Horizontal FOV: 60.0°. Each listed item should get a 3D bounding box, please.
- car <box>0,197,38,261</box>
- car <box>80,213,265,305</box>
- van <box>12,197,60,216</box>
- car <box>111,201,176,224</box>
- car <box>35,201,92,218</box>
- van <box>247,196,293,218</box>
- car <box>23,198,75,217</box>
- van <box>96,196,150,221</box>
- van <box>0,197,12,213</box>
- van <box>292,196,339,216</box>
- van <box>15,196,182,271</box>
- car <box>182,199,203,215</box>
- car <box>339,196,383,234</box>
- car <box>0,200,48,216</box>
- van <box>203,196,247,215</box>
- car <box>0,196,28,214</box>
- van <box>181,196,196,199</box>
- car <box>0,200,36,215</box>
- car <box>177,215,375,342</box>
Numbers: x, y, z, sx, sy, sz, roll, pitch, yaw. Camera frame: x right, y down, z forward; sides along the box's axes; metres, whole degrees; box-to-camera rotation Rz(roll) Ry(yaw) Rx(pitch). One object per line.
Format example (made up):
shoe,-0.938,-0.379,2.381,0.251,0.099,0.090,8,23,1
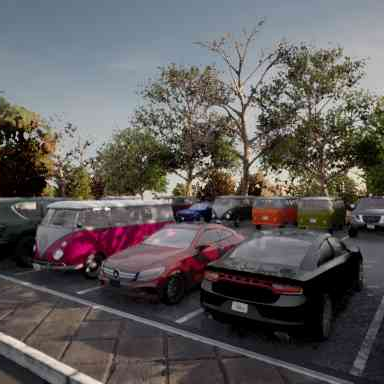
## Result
car,-4.637,1.199,11.591,2.435,2.045,5.566,0,0,36
car,-0.139,1.509,8.337,2.002,1.452,4.674,0,0,36
van,-17.100,1.527,36.717,1.878,1.987,4.442,-1,-1,36
car,-3.760,1.536,26.791,1.946,1.575,5.366,-1,-1,36
car,-12.766,1.683,33.463,2.097,1.535,5.008,-1,-1,36
van,5.405,1.233,20.595,1.878,1.987,4.442,0,0,36
car,-14.933,1.591,34.983,2.185,1.767,4.553,-1,-1,36
van,-5.840,1.349,28.651,1.878,1.987,4.442,-1,-1,36
van,-26.202,1.695,43.239,1.878,1.987,4.442,-1,-1,36
van,7.556,1.241,19.055,1.878,1.987,4.442,0,0,36
van,-2.465,1.234,9.856,1.878,1.987,4.442,0,0,36
car,0.852,1.468,23.720,2.097,1.535,5.008,-1,-1,36
car,9.724,1.225,17.324,2.435,2.045,5.566,0,0,36
car,-19.421,1.789,38.228,2.231,1.521,4.892,-1,-1,36
van,2.910,1.224,22.096,1.878,1.987,4.442,0,0,36
car,-23.904,1.616,41.482,2.435,2.045,5.566,-1,-1,36
van,-1.473,1.278,25.236,1.878,1.987,4.442,-1,-1,36
car,-21.775,1.822,39.695,1.946,1.575,5.366,-1,-1,36
car,2.113,1.478,6.714,2.097,1.535,5.008,0,0,36
